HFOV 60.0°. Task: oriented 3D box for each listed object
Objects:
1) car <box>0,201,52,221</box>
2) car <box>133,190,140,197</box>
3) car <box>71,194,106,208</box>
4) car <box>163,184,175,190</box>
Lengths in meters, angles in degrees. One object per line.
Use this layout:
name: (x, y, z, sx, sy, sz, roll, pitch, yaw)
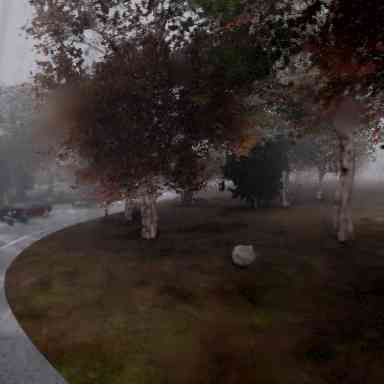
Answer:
car: (-13.375, 1.464, 26.660, 1.895, 1.301, 4.718, 0, 2, 9)
car: (-8.572, 0.099, 46.720, 2.128, 1.511, 4.902, 0, 4, 18)
car: (-11.343, 0.797, 36.697, 2.128, 1.511, 4.902, 0, 4, 14)
car: (-3.668, -0.947, 61.249, 2.128, 1.511, 4.902, 0, 4, 19)
